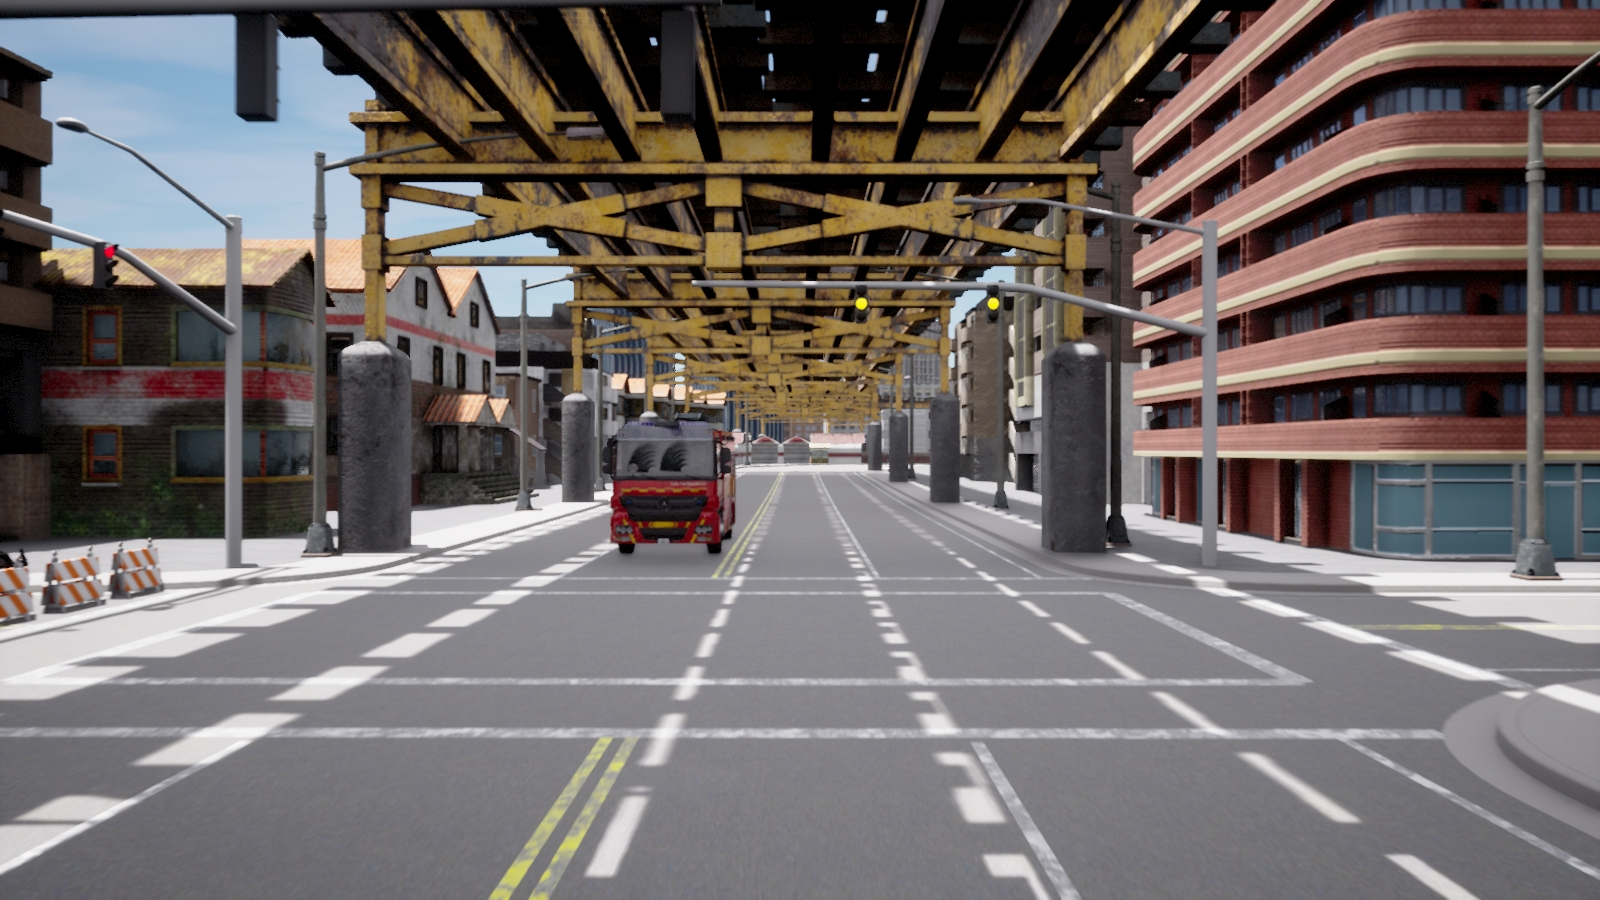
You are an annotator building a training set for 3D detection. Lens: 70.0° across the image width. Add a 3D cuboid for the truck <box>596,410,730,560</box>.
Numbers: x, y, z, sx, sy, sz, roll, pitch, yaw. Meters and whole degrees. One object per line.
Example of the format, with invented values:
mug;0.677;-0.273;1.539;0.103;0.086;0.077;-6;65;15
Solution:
truck;-3.756;0.887;33.332;2.891;3.827;8.468;0;0;0
